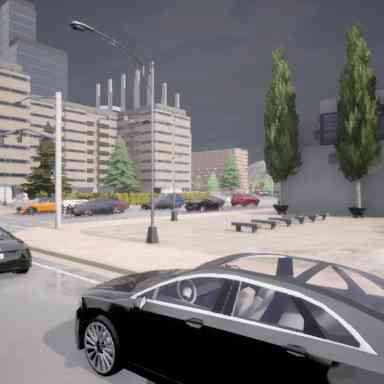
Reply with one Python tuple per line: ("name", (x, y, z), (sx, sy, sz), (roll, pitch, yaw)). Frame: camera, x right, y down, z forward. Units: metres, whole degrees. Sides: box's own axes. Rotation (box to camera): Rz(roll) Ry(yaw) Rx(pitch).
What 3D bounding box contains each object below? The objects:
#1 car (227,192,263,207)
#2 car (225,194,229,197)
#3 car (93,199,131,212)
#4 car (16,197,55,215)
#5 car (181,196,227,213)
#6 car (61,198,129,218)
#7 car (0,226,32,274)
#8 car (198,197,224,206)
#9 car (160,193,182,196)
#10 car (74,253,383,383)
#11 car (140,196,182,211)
("car", (8.052, 1.221, 50.118), (2.150, 2.045, 5.566), (0, 0, 41))
("car", (2.845, 1.491, 49.741), (2.128, 1.511, 4.902), (0, 0, 41))
("car", (-9.733, 1.564, 40.577), (1.994, 1.385, 4.181), (0, 0, 41))
("car", (-15.432, 1.352, 34.102), (2.097, 1.767, 4.553), (0, 0, 42))
("car", (1.387, 1.477, 37.079), (1.882, 1.535, 5.008), (0, 0, 41))
("car", (-8.860, 1.547, 30.593), (2.033, 1.411, 5.357), (0, 0, 41))
("car", (-6.318, 1.564, 9.473), (4.181, 1.385, 1.994), (0, 0, 40))
("car", (3.141, 1.525, 55.403), (1.812, 1.442, 4.674), (0, 0, 41))
("car", (-3.575, 1.221, 47.686), (2.150, 2.045, 5.566), (0, 0, 41))
("car", (0.588, 1.492, 3.855), (4.902, 1.511, 2.128), (0, 0, 37))
("car", (-3.967, 1.547, 41.895), (2.033, 1.411, 5.357), (0, 0, 41))
